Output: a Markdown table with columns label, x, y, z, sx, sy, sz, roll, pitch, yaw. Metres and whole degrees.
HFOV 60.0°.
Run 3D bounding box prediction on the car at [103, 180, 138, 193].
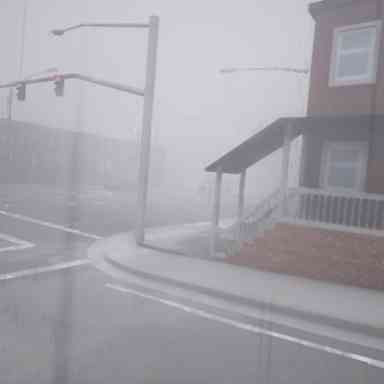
| label | x | y | z | sx | sy | sz | roll | pitch | yaw |
| --- | --- | --- | --- | --- | --- | --- | --- | --- | --- |
| car | -8.117 | -0.699 | 38.121 | 1.994 | 1.385 | 4.181 | 7 | 4 | 36 |

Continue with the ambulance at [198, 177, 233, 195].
| label | x | y | z | sx | sy | sz | roll | pitch | yaw |
| --- | --- | --- | --- | --- | --- | --- | --- | --- | --- |
| ambulance | 3.367 | -0.889 | 47.896 | 2.351 | 2.431 | 6.366 | 7 | 4 | 35 |
